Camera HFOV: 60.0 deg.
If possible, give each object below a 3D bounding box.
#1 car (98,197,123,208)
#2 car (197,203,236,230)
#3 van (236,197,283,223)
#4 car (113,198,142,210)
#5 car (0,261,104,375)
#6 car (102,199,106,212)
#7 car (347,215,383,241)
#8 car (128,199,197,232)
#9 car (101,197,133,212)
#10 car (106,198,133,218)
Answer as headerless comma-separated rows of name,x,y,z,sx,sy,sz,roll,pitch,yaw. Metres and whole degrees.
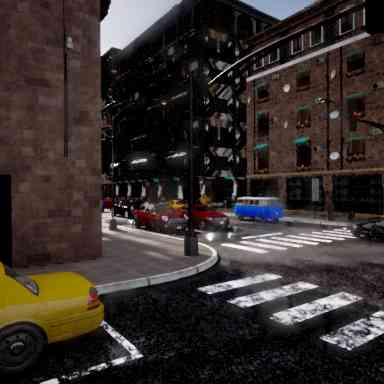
car,-11.748,1.463,47.822,1.887,1.381,4.507,-1,0,-36
car,0.416,1.508,21.261,1.812,1.442,4.674,-1,0,-34
van,4.904,1.280,24.931,1.690,1.788,3.998,0,0,-36
car,-8.417,1.463,43.244,1.887,1.381,4.507,-1,0,-36
car,-3.574,1.525,4.015,4.829,1.417,1.752,0,0,-36
car,-11.903,1.182,38.205,2.150,2.045,5.566,-1,0,-36
car,10.249,1.513,15.497,5.357,1.411,2.033,0,1,15
car,-1.883,1.441,20.016,1.967,1.590,4.097,0,0,-36
car,-8.956,1.415,39.582,1.882,1.535,5.008,-1,0,-36
car,-5.630,1.473,29.566,1.837,1.490,4.892,-1,0,-36
